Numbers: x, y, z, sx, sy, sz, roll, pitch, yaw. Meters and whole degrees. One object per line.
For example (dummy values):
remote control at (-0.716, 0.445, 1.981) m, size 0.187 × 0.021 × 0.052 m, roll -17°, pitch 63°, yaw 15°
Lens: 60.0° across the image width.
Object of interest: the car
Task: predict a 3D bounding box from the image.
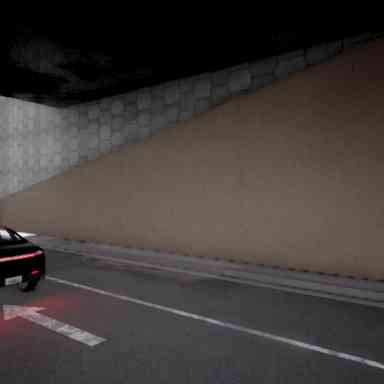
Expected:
car at (-5.402, 1.491, 7.805) m, size 4.902 × 1.511 × 2.128 m, roll 0°, pitch 0°, yaw 35°
